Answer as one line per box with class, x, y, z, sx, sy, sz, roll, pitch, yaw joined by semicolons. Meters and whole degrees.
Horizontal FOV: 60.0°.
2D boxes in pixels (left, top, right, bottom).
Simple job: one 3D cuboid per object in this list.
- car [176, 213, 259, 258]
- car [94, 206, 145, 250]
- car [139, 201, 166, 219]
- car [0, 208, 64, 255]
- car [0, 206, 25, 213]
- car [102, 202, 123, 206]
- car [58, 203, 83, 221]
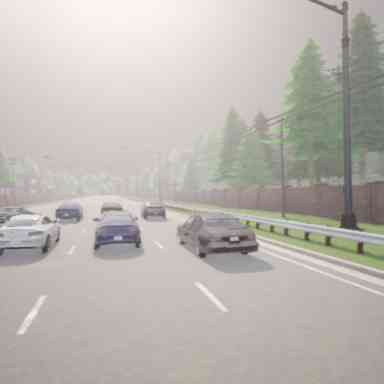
car;0.720;1.533;12.893;2.033;1.411;5.357;-1;0;-14
car;-3.351;1.582;14.774;1.812;1.442;4.674;-1;0;-14
car;-3.550;1.555;29.517;2.128;1.511;4.902;-1;0;-14
car;-6.736;1.640;13.890;1.812;1.442;4.674;-1;0;-14
car;-13.193;1.777;24.778;2.033;1.411;5.357;-1;0;-14
car;-7.228;1.604;29.797;1.882;1.535;5.008;-1;0;-14
car;-10.616;1.663;28.918;1.882;1.535;5.008;-1;0;-14
